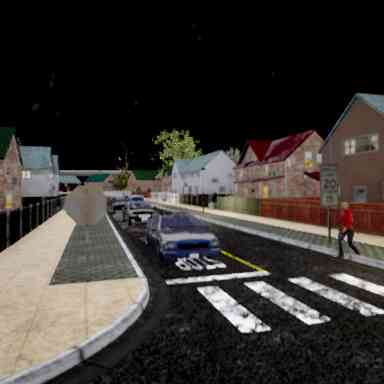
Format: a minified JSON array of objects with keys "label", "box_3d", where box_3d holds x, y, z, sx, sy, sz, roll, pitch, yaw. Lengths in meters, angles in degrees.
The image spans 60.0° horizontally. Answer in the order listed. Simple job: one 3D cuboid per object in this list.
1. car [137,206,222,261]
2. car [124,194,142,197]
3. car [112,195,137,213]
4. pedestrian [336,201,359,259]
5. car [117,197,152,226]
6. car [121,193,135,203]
[{"label":"car","box_3d":[-0.619,1.446,12.238,2.033,1.411,5.357,-1,1,-15]},{"label":"car","box_3d":[-7.936,1.092,46.679,1.882,1.535,5.008,-1,1,-17]},{"label":"car","box_3d":[-7.045,1.306,33.640,1.994,1.385,4.181,-1,1,-15]},{"label":"pedestrian","box_3d":[4.765,1.120,10.253,0.375,1.860,0.375,0,0,-17]},{"label":"car","box_3d":[-3.465,1.322,21.765,2.128,1.511,4.902,-1,1,-17]},{"label":"car","box_3d":[-10.927,1.016,56.510,1.882,1.535,5.008,-1,1,-17]}]
